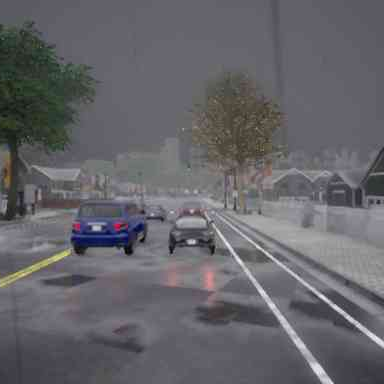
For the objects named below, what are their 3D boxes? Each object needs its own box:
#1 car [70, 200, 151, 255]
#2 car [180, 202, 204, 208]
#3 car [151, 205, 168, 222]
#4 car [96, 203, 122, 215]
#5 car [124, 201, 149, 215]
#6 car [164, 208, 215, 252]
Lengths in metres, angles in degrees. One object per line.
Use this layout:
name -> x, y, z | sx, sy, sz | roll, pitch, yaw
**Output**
car -> -3.251, 1.348, 14.020 | 2.150, 2.045, 5.566 | 0, 0, 0
car -> -0.003, 1.621, 29.071 | 2.097, 1.767, 4.553 | 0, -1, 0
car -> -3.246, 1.838, 29.272 | 1.994, 1.385, 4.181 | 0, 0, 0
car -> -9.759, 1.968, 39.621 | 1.895, 1.301, 4.718 | 0, -1, 0
car -> -6.511, 1.859, 39.436 | 2.128, 1.511, 4.902 | 0, -1, 0
car -> 0.004, 1.661, 14.384 | 1.812, 1.442, 4.674 | 0, 0, 0
